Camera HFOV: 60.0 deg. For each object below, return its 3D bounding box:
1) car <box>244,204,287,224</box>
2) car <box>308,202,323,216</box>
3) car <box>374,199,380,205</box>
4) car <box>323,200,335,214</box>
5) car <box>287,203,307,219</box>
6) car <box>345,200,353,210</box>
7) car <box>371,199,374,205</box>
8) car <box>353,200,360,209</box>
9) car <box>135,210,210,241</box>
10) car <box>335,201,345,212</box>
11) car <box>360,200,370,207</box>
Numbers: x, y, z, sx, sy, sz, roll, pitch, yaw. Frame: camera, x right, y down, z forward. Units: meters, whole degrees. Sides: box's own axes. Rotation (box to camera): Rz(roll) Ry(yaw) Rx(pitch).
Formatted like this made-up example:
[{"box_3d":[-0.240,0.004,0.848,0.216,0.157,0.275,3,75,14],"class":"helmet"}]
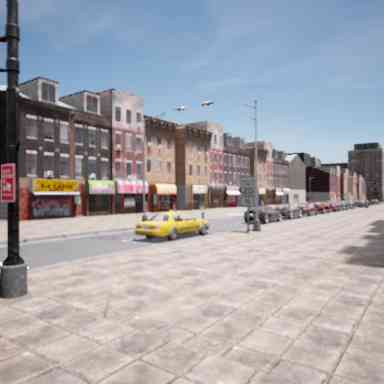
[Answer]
[{"box_3d":[5.600,1.731,26.250,1.947,1.339,4.313,-1,-1,35],"class":"car"},{"box_3d":[12.127,1.837,35.415,1.802,1.307,4.206,-1,-1,35],"class":"car"},{"box_3d":[44.759,2.474,81.236,2.008,1.369,4.403,-2,-2,35],"class":"car"},{"box_3d":[15.390,1.850,39.998,1.887,1.381,4.507,-1,-1,35],"class":"car"},{"box_3d":[8.863,1.759,30.833,2.008,1.369,4.403,-1,-1,35],"class":"car"},{"box_3d":[21.917,1.967,49.162,2.008,1.369,4.403,-1,-1,35],"class":"car"},{"box_3d":[34.970,2.226,67.491,1.887,1.381,4.507,-2,-2,35],"class":"car"},{"box_3d":[25.180,2.028,53.745,2.008,1.369,4.403,-1,-1,35],"class":"car"},{"box_3d":[-0.828,1.615,17.224,1.752,1.417,4.829,-1,-1,35],"class":"car"},{"box_3d":[18.652,1.799,44.582,1.967,1.590,4.097,-1,-1,35],"class":"car"},{"box_3d":[31.708,2.161,62.910,2.008,1.369,4.403,-1,-2,35],"class":"car"}]
